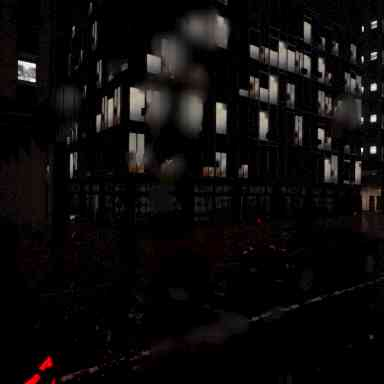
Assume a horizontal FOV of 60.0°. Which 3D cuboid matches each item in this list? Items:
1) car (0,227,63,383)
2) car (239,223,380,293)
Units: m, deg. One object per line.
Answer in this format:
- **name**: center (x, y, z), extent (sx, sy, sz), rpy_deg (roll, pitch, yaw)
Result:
- **car**: center (-3.322, 1.223, 1.007), extent (5.566, 2.045, 2.150), rpy_deg (0, 0, -36)
- **car**: center (3.239, 1.546, 8.861), extent (4.507, 1.381, 1.887), rpy_deg (0, 1, -36)
